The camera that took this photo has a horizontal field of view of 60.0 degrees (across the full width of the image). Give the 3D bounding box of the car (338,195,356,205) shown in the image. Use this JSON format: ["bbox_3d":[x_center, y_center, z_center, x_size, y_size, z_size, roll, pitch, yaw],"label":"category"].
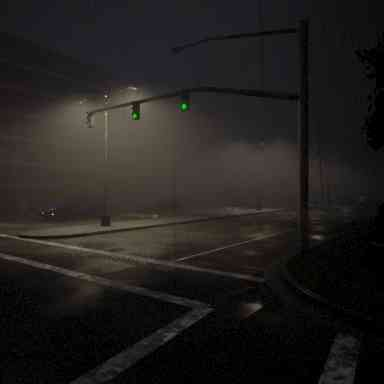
[{"bbox_3d":[26.656,1.351,57.153,2.097,1.767,4.553,0,0,36],"label":"car"}]

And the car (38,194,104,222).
[{"bbox_3d":[-9.535,1.219,27.116,2.150,2.045,5.566,0,0,36],"label":"car"}]

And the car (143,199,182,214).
[{"bbox_3d":[-3.143,1.474,35.944,1.882,1.535,5.008,0,0,36],"label":"car"}]

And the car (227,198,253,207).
[{"bbox_3d":[7.352,1.544,50.378,2.033,1.411,5.357,0,0,36],"label":"car"}]

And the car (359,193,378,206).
[{"bbox_3d":[28.723,1.221,54.039,2.150,2.045,5.566,0,0,36],"label":"car"}]
